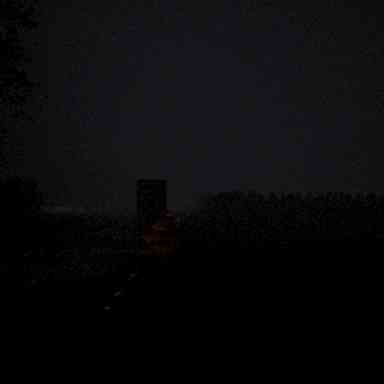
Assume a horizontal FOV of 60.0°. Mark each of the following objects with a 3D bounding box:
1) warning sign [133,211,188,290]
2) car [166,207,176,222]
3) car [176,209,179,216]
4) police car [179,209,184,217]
[{"bbox_3d":[-0.778,1.461,8.683,1.300,1.860,1.060,1,-2,0],"label":"warning sign"},{"bbox_3d":[-3.445,2.831,39.654,2.150,2.045,5.566,0,-2,0],"label":"car"},{"bbox_3d":[-3.563,3.673,51.722,1.994,1.385,4.181,0,-2,0],"label":"car"},{"bbox_3d":[-2.730,4.251,68.739,1.930,1.638,5.238,0,-2,0],"label":"police car"}]
